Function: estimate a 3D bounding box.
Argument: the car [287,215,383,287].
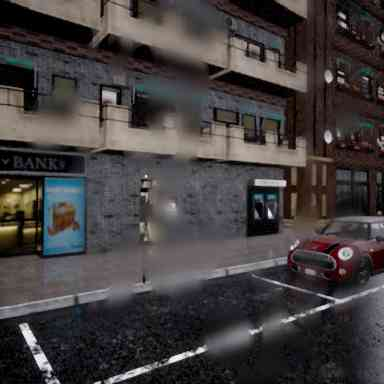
[{"bbox_3d":[4.530,1.440,9.326,4.097,1.590,1.967,0,1,-36],"label":"car"}]
